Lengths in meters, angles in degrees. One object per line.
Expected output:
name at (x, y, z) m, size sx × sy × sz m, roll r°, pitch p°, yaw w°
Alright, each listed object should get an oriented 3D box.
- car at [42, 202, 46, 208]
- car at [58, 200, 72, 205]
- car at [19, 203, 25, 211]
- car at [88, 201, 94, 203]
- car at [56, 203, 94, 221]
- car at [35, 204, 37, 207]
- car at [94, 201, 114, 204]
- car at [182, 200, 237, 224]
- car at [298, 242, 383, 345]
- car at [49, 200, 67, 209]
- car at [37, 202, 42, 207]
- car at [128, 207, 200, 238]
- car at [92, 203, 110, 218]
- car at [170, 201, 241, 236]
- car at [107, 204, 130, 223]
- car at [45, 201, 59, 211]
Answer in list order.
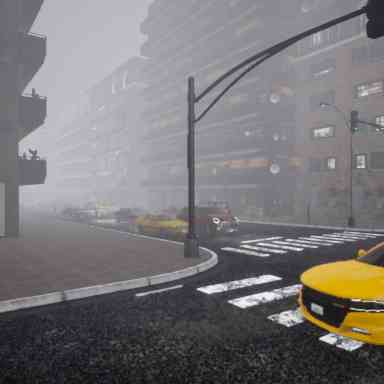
car at (-31.895, 2.974, 75.404) m, size 1.947 × 1.339 × 4.313 m, roll -1°, pitch 0°, yaw -36°
car at (-19.601, 2.531, 54.198) m, size 2.033 × 1.411 × 5.357 m, roll 0°, pitch -1°, yaw -36°
car at (-31.941, 2.770, 61.285) m, size 1.887 × 1.381 × 4.507 m, roll -1°, pitch 0°, yaw -36°
car at (-16.460, 2.308, 55.001) m, size 2.097 × 1.767 × 4.553 m, roll 0°, pitch -1°, yaw -36°
car at (-11.938, 2.164, 33.814) m, size 1.887 × 1.381 × 4.507 m, roll -1°, pitch 0°, yaw -36°
car at (-38.558, 3.169, 84.564) m, size 1.947 × 1.339 × 4.313 m, roll -1°, pitch 0°, yaw -36°
car at (-12.437, 2.291, 49.540) m, size 1.801 × 1.575 × 5.366 m, roll 0°, pitch -1°, yaw -36°
car at (1.435, 1.714, 29.621) m, size 2.192 × 1.841 × 5.009 m, roll -1°, pitch 0°, yaw -36°
car at (4.271, 1.504, 5.841) m, size 5.008 × 1.535 × 1.882 m, roll 0°, pitch -2°, yaw -18°
car at (-28.568, 2.624, 70.826) m, size 2.192 × 1.841 × 5.009 m, roll -1°, pitch 0°, yaw -36°
car at (-35.230, 3.050, 79.983) m, size 1.887 × 1.381 × 4.507 m, roll -1°, pitch 0°, yaw -36°
car at (-1.836, 1.833, 19.941) m, size 1.752 × 1.417 × 4.829 m, roll -1°, pitch 0°, yaw -36°
car at (-11.188, 2.256, 37.220) m, size 1.895 × 1.301 × 4.718 m, roll 0°, pitch -1°, yaw -36°
car at (0.892, 1.636, 20.629) m, size 2.097 × 1.767 × 4.553 m, roll 0°, pitch -1°, yaw -36°
car at (-5.139, 2.018, 28.901) m, size 2.033 × 1.411 × 5.357 m, roll 0°, pitch -1°, yaw -36°
car at (-25.280, 2.756, 61.996) m, size 1.895 × 1.301 × 4.718 m, roll 0°, pitch -1°, yaw -36°
